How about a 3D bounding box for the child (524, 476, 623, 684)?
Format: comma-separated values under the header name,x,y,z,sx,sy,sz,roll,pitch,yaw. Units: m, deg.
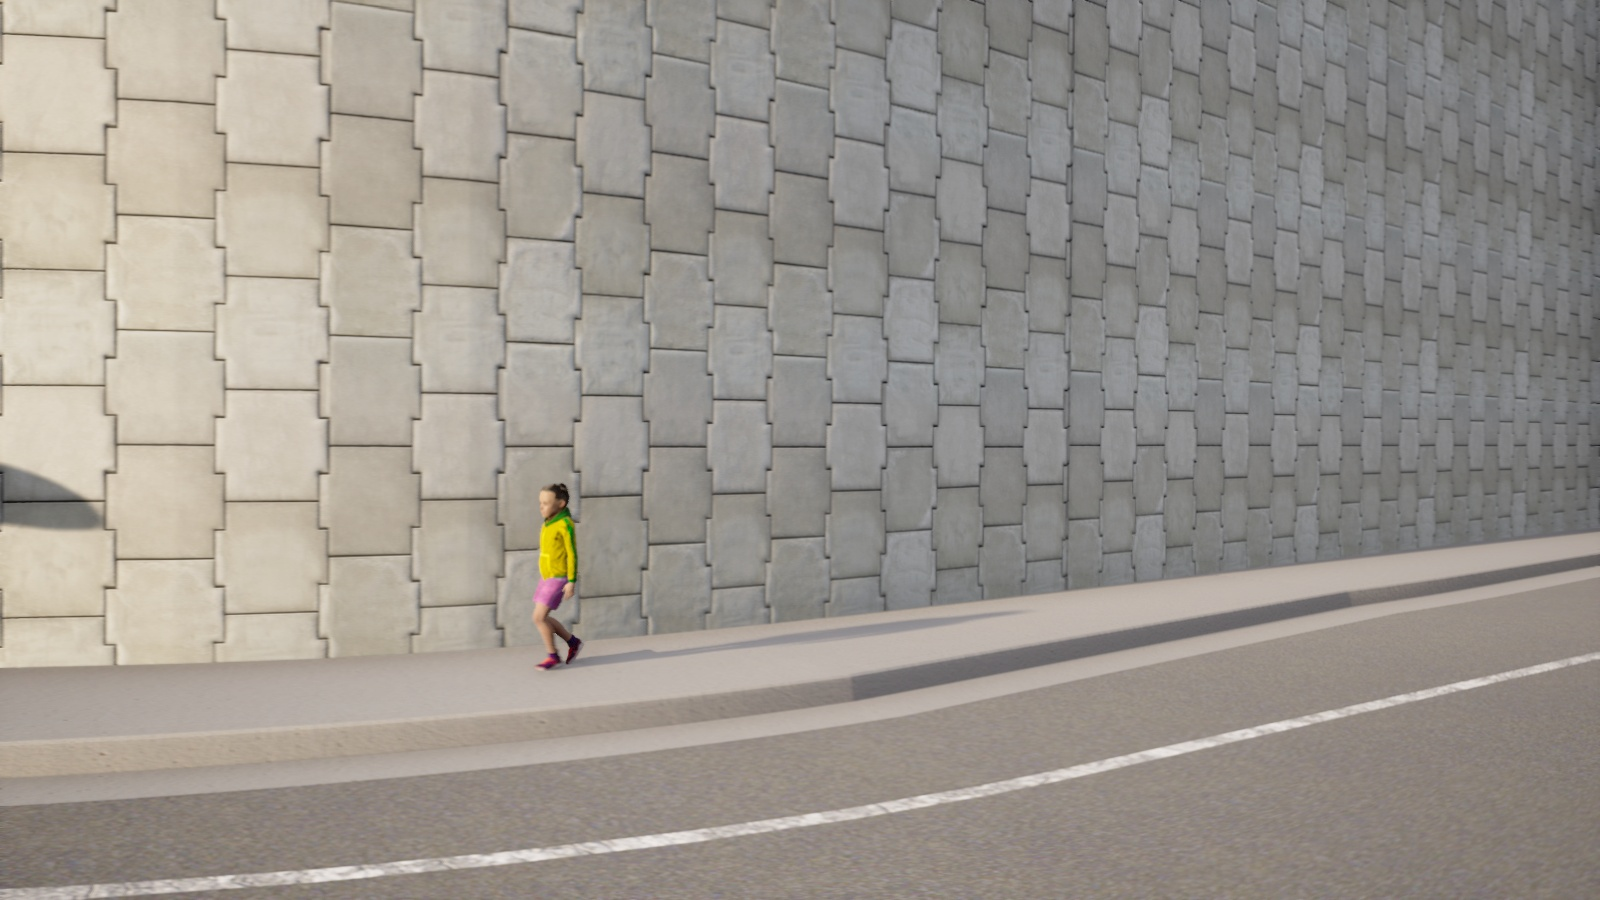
name,x,y,z,sx,sy,sz,roll,pitch,yaw
child,-1.330,0.744,7.368,0.473,1.160,0.299,-1,1,-34
